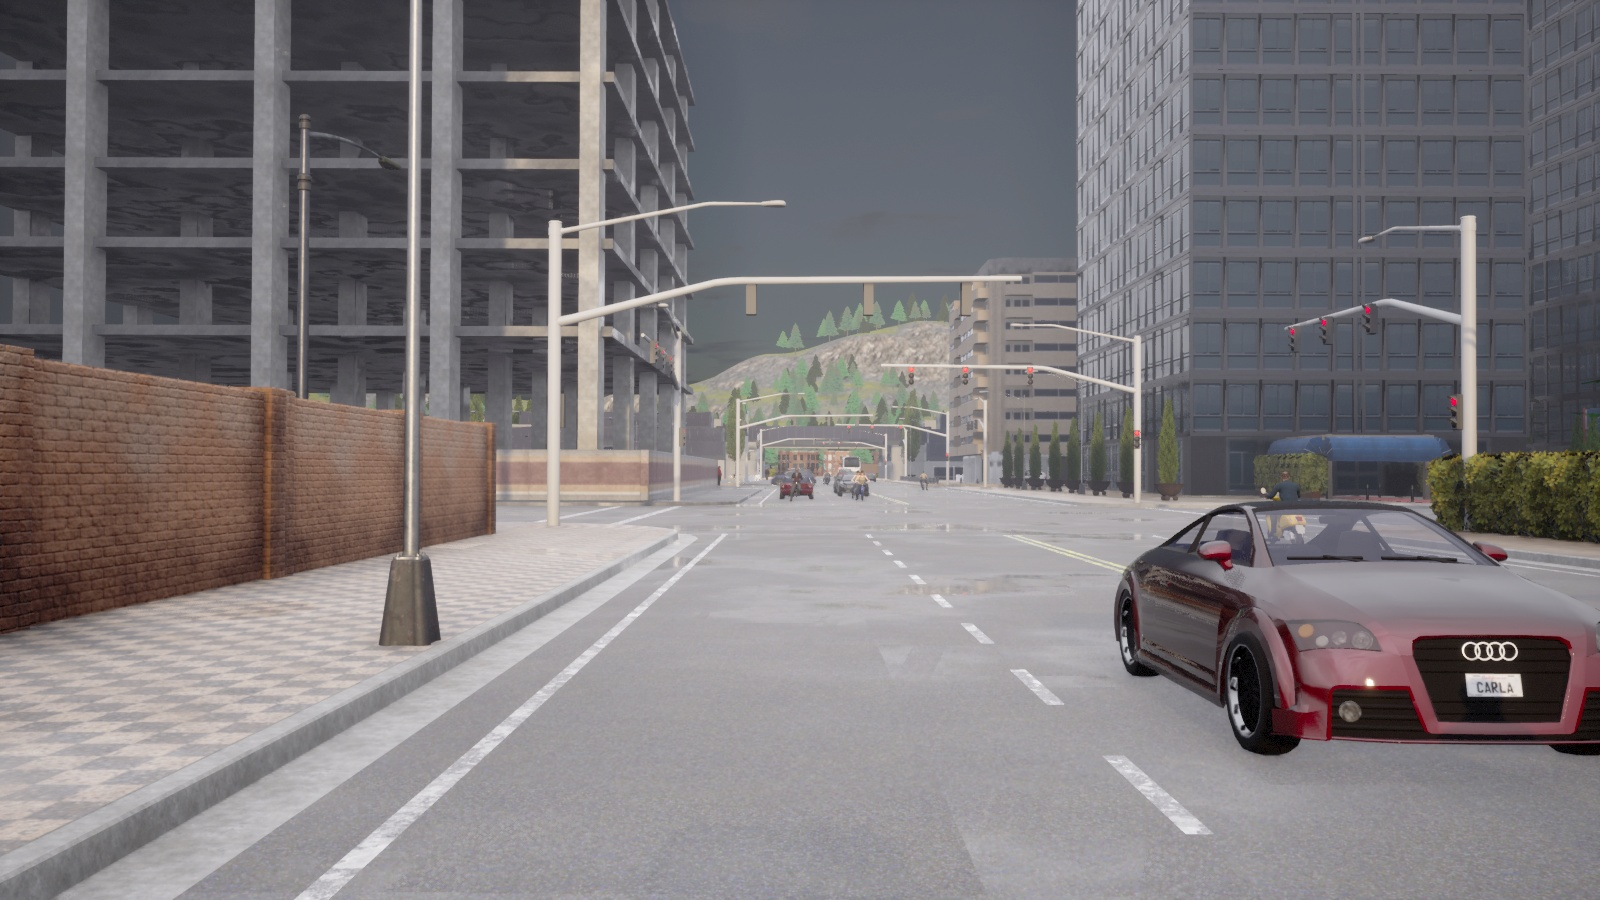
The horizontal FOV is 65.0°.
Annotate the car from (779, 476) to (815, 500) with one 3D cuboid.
[{"bbox_3d":[-0.164,2.091,70.149,1.895,1.301,4.718,0,-1,0],"label":"car"}]

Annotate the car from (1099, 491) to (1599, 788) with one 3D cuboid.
[{"bbox_3d":[3.480,1.004,8.286,1.994,1.385,4.181,0,-1,0],"label":"car"}]

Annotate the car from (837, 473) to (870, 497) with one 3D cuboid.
[{"bbox_3d":[3.315,2.143,78.578,1.812,1.442,4.674,0,-1,0],"label":"car"}]
